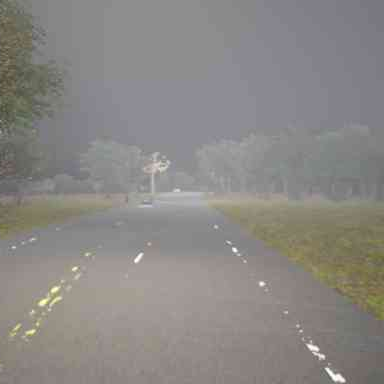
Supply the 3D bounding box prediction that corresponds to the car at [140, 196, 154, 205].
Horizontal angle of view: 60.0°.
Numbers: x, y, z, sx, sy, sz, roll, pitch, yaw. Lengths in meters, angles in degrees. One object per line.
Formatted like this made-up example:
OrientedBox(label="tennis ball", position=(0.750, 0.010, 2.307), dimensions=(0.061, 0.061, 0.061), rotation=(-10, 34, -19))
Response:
OrientedBox(label="car", position=(-7.587, 1.449, 56.543), dimensions=(2.128, 1.511, 4.902), rotation=(0, 0, -1))
